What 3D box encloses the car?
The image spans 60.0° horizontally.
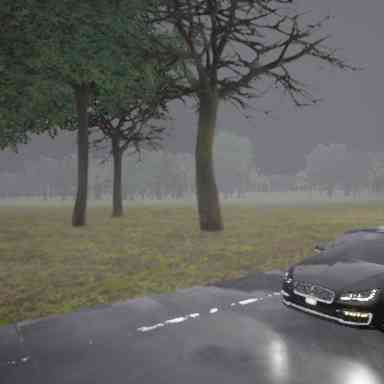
[{"bbox_3d":[3.892,1.503,6.759,4.892,1.490,1.837,0,0,-35],"label":"car"}]
